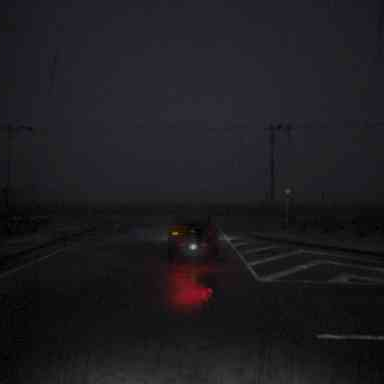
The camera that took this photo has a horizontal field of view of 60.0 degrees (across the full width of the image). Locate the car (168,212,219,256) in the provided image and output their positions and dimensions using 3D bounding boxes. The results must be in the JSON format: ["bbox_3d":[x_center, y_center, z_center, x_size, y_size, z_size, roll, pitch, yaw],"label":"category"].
[{"bbox_3d":[0.060,1.596,13.509,1.837,1.490,4.892,0,0,0],"label":"car"}]
